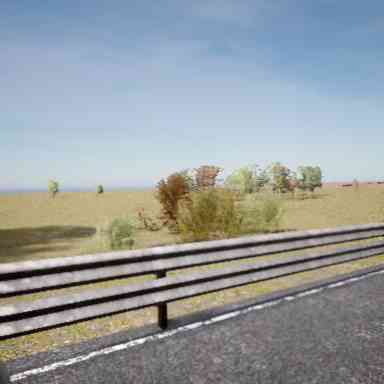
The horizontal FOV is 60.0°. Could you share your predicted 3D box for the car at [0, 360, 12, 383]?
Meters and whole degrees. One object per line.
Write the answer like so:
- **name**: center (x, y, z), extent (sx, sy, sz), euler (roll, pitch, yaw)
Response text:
- **car**: center (-3.430, 1.492, 1.232), extent (4.902, 1.511, 2.128), euler (0, 0, -35)
